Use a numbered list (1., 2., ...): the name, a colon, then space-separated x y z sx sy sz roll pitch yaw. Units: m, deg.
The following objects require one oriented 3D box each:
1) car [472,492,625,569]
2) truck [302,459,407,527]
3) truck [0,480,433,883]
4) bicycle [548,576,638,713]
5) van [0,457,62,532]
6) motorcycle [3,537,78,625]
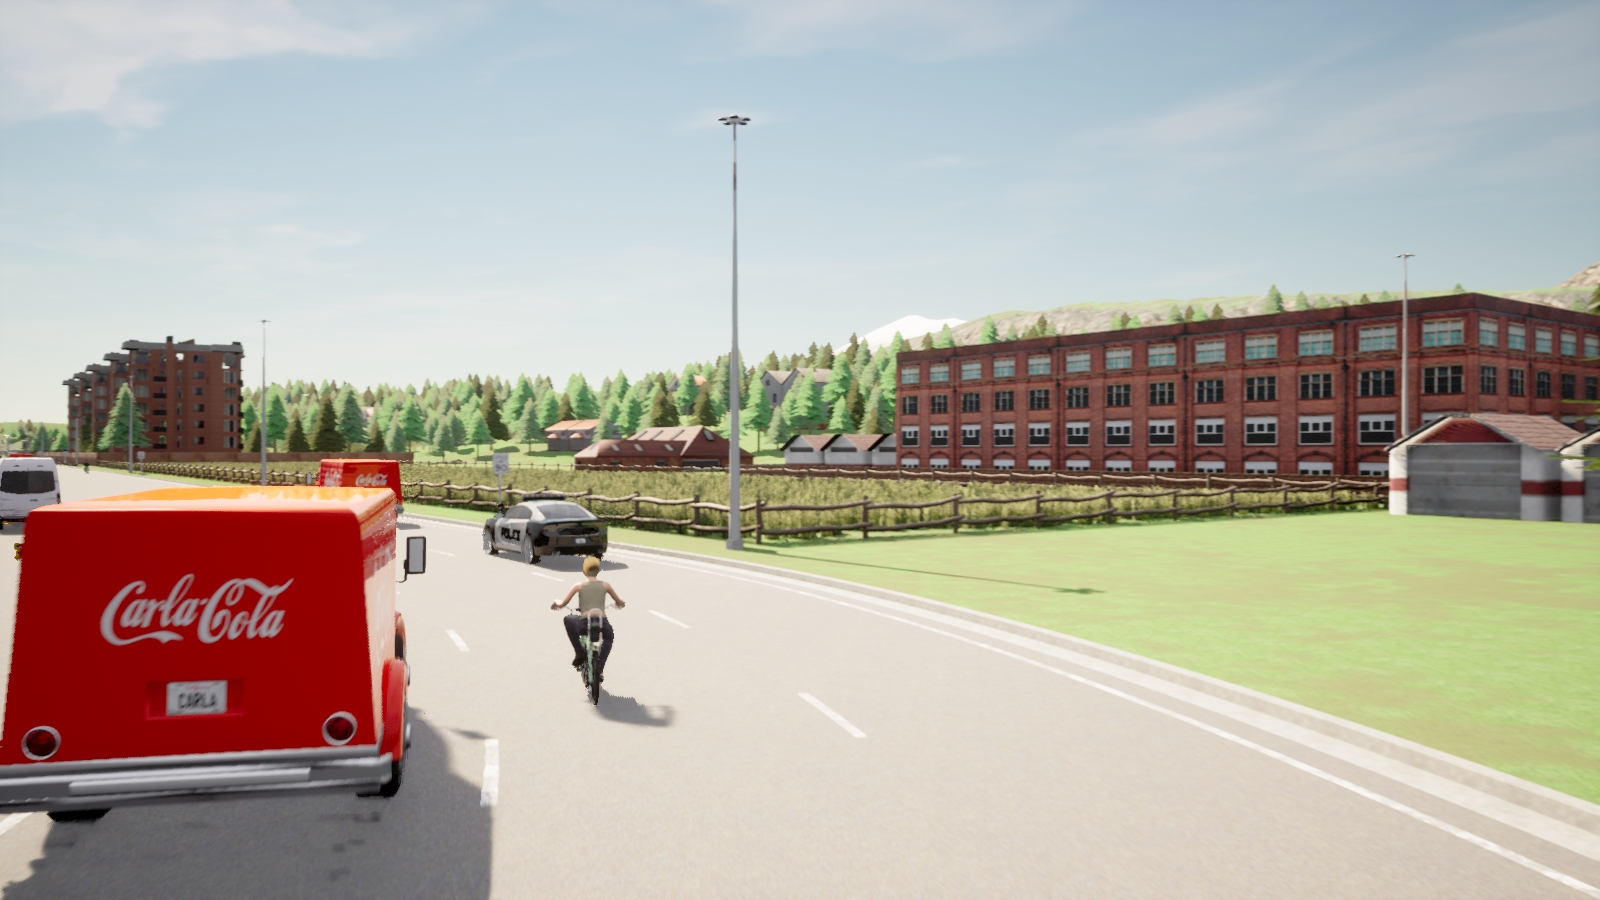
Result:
1. car: -6.650 2.004 29.728 2.097 1.638 5.238 0 0 -34
2. truck: -17.617 1.606 45.039 2.627 2.467 5.204 0 0 -36
3. truck: -4.775 1.577 10.175 2.627 2.467 5.204 1 0 -15
4. bicycle: -2.389 2.168 13.035 0.859 1.276 1.487 0 0 -16
5. van: -28.856 1.570 42.565 1.988 2.561 5.915 0 0 -36
6. motorcycle: -13.103 2.222 19.770 0.867 1.251 2.209 -2 1 -29
